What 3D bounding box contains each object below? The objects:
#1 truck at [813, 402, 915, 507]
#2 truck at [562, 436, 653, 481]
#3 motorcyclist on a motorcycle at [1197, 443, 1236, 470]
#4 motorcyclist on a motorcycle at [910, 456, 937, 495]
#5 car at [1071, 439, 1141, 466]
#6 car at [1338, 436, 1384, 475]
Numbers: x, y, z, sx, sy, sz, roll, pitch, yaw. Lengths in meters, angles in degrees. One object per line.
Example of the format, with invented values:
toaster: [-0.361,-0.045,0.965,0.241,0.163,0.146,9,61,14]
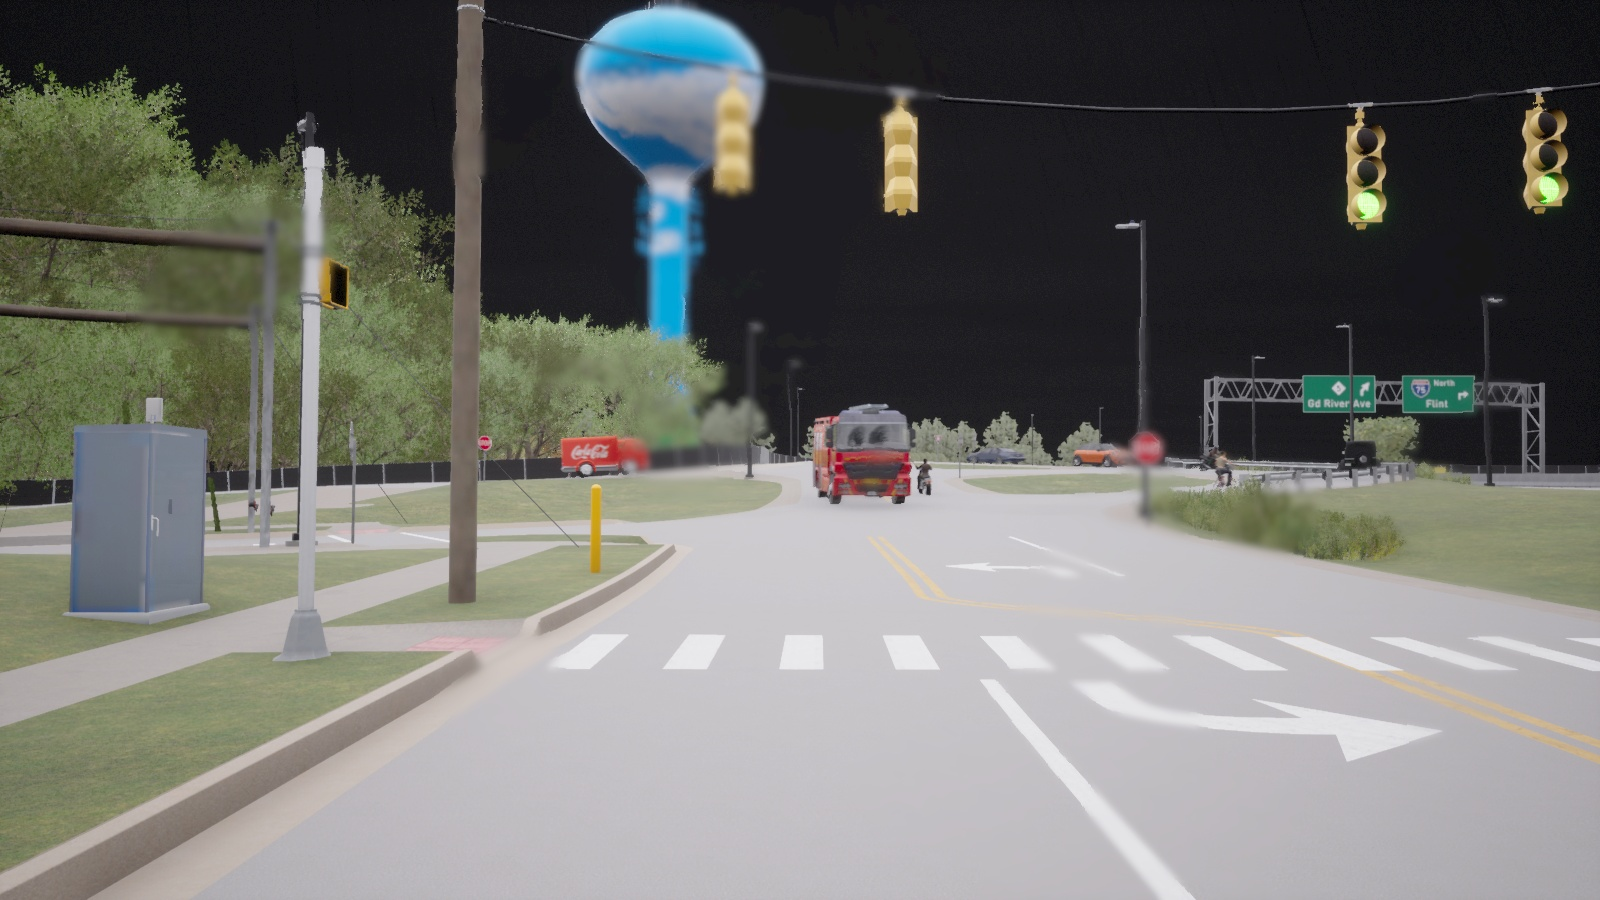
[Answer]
truck: [2.372,0.117,49.926,2.891,3.827,8.468,0,1,-5]
truck: [-11.795,0.509,76.713,5.204,2.467,2.627,-3,0,-12]
motorcyclist on a motorcycle: [24.771,0.386,74.780,0.797,1.523,2.044,-6,4,-38]
motorcyclist on a motorcycle: [5.510,1.130,55.957,0.766,1.649,2.350,0,1,-5]
car: [21.176,0.163,87.139,2.097,1.767,4.553,1,0,-31]
car: [27.630,0.254,61.944,1.905,1.878,3.866,-1,0,22]
